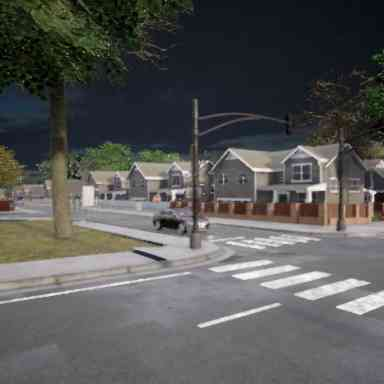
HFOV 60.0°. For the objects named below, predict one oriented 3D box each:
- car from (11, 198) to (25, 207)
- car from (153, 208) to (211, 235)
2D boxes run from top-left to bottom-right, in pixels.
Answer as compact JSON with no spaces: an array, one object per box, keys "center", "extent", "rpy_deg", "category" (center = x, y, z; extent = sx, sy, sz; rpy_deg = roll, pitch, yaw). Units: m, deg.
[{"center":[-41.294,2.704,79.372],"extent":[1.812,1.442,4.674],"rpy_deg":[0,-1,-35],"category":"car"},{"center":[-0.775,1.817,21.529],"extent":[2.128,1.511,4.902],"rpy_deg":[0,0,-35],"category":"car"}]
